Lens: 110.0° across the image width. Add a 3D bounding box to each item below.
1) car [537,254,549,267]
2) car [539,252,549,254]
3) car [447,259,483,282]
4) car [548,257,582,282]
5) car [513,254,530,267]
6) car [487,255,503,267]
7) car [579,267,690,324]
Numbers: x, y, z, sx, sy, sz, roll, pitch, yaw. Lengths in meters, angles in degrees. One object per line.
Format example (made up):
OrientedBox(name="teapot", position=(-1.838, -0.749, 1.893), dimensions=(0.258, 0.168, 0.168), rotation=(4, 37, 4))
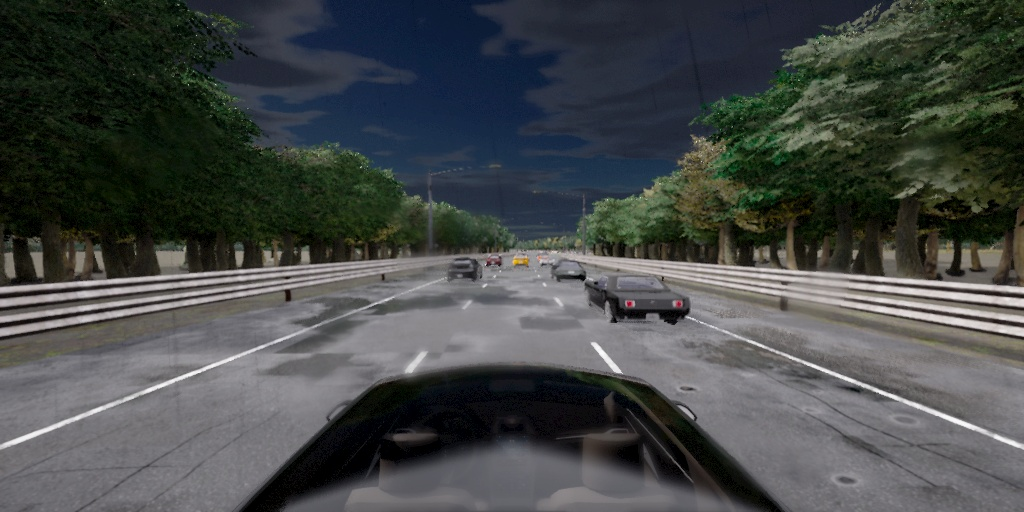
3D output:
OrientedBox(name="car", position=(4.611, 0.717, 47.210), dimensions=(1.895, 1.301, 4.718), rotation=(0, 1, 3))
OrientedBox(name="car", position=(5.494, 0.254, 63.051), dimensions=(2.097, 1.767, 4.553), rotation=(0, 1, 4))
OrientedBox(name="car", position=(-3.111, 0.913, 24.337), dimensions=(1.837, 1.490, 4.892), rotation=(0, 1, 1))
OrientedBox(name="car", position=(3.805, 0.974, 24.551), dimensions=(1.994, 1.385, 4.181), rotation=(0, 1, 1))
OrientedBox(name="car", position=(1.199, 0.595, 46.966), dimensions=(1.882, 1.535, 5.008), rotation=(0, 0, 3))
OrientedBox(name="car", position=(-2.284, 0.633, 47.551), dimensions=(1.812, 1.442, 4.674), rotation=(0, 1, 3))
OrientedBox(name="car", position=(3.563, 1.199, 11.220), dimensions=(1.895, 1.301, 4.718), rotation=(0, 1, 1))
